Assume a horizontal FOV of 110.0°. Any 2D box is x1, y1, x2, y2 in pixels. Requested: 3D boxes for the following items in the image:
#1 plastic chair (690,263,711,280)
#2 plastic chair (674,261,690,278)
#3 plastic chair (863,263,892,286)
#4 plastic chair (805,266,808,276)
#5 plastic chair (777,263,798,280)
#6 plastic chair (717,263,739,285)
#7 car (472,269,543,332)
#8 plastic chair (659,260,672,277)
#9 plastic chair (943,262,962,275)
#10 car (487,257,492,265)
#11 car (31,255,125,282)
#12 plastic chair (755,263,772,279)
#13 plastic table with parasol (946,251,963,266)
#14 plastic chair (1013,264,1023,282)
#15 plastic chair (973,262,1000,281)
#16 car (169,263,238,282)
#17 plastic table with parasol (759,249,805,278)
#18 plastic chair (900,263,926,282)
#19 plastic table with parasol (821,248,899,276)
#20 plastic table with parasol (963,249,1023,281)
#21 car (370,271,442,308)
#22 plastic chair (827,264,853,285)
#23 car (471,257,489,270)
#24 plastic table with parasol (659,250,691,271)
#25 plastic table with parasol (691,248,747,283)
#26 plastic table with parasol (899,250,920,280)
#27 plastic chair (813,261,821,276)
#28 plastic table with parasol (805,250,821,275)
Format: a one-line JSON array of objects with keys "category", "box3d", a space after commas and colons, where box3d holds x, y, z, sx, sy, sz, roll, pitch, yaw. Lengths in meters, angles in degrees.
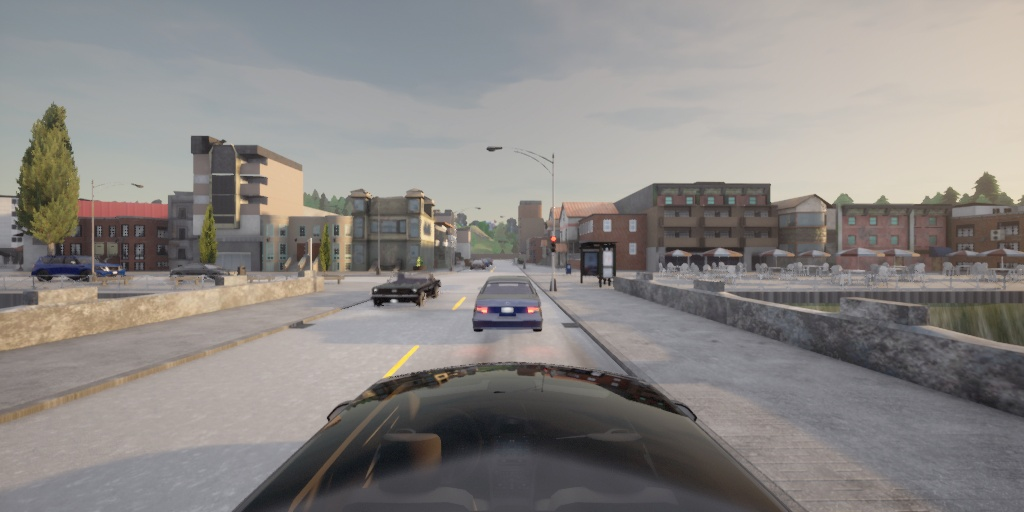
[{"category": "plastic chair", "box3d": [13.500, 1.276, 25.649, 0.730, 1.272, 0.750, 0, 0, -1]}, {"category": "plastic chair", "box3d": [15.301, 1.275, 32.077, 0.750, 1.272, 0.730, 0, 0, -1]}, {"category": "plastic chair", "box3d": [23.343, 1.276, 22.899, 0.750, 1.272, 0.730, 0, 0, -1]}, {"category": "plastic chair", "box3d": [28.254, 1.274, 35.276, 0.730, 1.272, 0.750, 0, 0, -1]}, {"category": "plastic chair", "box3d": [22.348, 1.275, 29.085, 0.750, 1.272, 0.730, 0, 0, -1]}, {"category": "plastic chair", "box3d": [14.621, 1.276, 24.266, 0.750, 1.272, 0.730, 0, 0, -1]}, {"category": "car", "box3d": [-0.113, 1.296, 10.810, 2.033, 1.411, 5.357, 0, 0, 0]}, {"category": "plastic chair", "box3d": [14.180, 1.274, 33.460, 0.730, 1.272, 0.750, 0, 0, -1]}, {"category": "plastic chair", "box3d": [44.935, 1.275, 36.632, 0.730, 1.272, 0.750, 0, 0, -1]}, {"category": "car", "box3d": [-5.051, 1.218, 63.652, 1.882, 1.535, 5.008, 0, 0, 0]}, {"category": "car", "box3d": [-34.083, 0.967, 28.262, 5.566, 2.045, 2.150, 0, 0, -1]}, {"category": "plastic chair", "box3d": [21.227, 1.275, 30.468, 0.730, 1.272, 0.750, 0, 0, -1]}, {"category": "plastic table with parasol", "box3d": [46.137, 0.671, 36.530, 2.482, 2.480, 2.482, 0, 0, -1]}, {"category": "plastic chair", "box3d": [37.397, 1.276, 26.015, 0.750, 1.272, 0.730, 0, 0, -1]}, {"category": "plastic chair", "box3d": [36.238, 1.275, 27.396, 0.730, 1.272, 0.750, 0, 0, -1]}, {"category": "car", "box3d": [-24.329, 1.271, 28.430, 4.674, 1.442, 1.812, 0, 0, -1]}, {"category": "plastic table with parasol", "box3d": [22.427, 0.671, 30.436, 2.482, 2.480, 2.482, 0, 0, -1]}, {"category": "plastic chair", "box3d": [30.082, 1.276, 26.903, 0.750, 1.272, 0.730, 0, 0, -1]}, {"category": "plastic table with parasol", "box3d": [23.422, 0.672, 24.251, 2.482, 2.480, 2.482, 0, 0, -1]}, {"category": "plastic table with parasol", "box3d": [37.367, 0.672, 27.325, 2.482, 2.480, 2.482, 0, 0, -1]}, {"category": "car", "box3d": [-4.342, 1.348, 15.344, 1.895, 1.301, 4.718, 0, 0, -1]}, {"category": "plastic chair", "box3d": [22.222, 1.276, 24.282, 0.730, 1.272, 0.750, 0, 0, -1]}, {"category": "car", "box3d": [-4.912, 1.267, 52.433, 1.812, 1.442, 4.674, 0, 0, 1]}, {"category": "plastic table with parasol", "box3d": [15.402, 0.671, 33.359, 2.482, 2.480, 2.482, 0, 0, -1]}, {"category": "plastic table with parasol", "box3d": [14.772, 0.672, 25.528, 2.482, 2.480, 2.482, 0, 0, -1]}, {"category": "plastic table with parasol", "box3d": [30.073, 0.672, 28.183, 2.482, 2.480, 2.482, 0, 0, -1]}, {"category": "plastic chair", "box3d": [29.375, 1.275, 33.893, 0.750, 1.272, 0.730, 0, 0, -1]}, {"category": "plastic table with parasol", "box3d": [29.684, 0.670, 35.268, 2.482, 2.480, 2.482, 0, 0, -1]}]
